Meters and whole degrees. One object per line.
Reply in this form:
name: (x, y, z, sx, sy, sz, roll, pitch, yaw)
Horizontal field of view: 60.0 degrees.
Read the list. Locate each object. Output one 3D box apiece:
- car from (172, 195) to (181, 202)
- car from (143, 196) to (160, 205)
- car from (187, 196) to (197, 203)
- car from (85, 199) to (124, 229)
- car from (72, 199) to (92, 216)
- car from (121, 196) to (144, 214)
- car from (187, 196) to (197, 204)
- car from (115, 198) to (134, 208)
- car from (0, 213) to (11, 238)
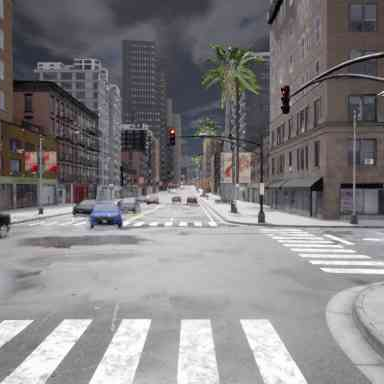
car: (-3.285, 1.440, 70.908, 2.128, 1.511, 4.902, 0, 0, 0)
car: (-6.664, 1.448, 56.921, 1.882, 1.535, 5.008, 0, 0, 0)
car: (-0.045, 1.502, 71.377, 1.994, 1.385, 4.181, 0, 0, 0)
car: (-5.681, 1.459, 21.894, 1.882, 1.535, 5.008, 0, 0, -13)
car: (-9.905, 1.470, 32.058, 1.882, 1.535, 5.008, 0, 0, 0)
car: (-6.657, 1.517, 35.495, 1.812, 1.442, 4.674, 0, 0, 0)
car: (0.000, 1.440, 61.335, 1.882, 1.535, 5.008, 0, 0, 0)
car: (-9.924, 1.582, 49.265, 1.895, 1.301, 4.718, 0, 0, -1)
car: (-9.865, 1.432, 14.376, 1.882, 1.535, 5.008, 1, 1, 0)
